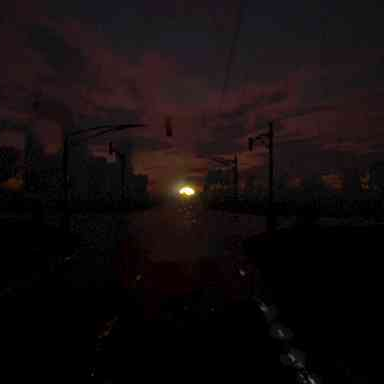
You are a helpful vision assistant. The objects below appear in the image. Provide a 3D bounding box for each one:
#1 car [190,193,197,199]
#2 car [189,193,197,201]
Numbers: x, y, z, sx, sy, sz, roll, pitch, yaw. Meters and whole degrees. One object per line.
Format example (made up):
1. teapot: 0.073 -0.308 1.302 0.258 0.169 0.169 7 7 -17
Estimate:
1. car: 0.323 1.014 88.209 1.837 1.490 4.892 0 0 0
2. car: 0.269 1.244 77.787 2.033 1.411 5.357 0 0 0
